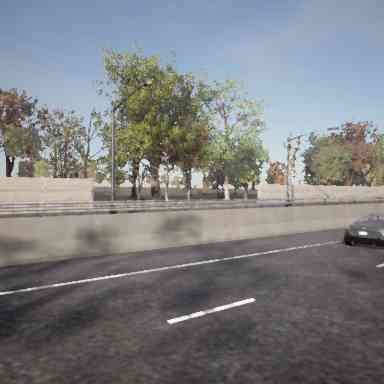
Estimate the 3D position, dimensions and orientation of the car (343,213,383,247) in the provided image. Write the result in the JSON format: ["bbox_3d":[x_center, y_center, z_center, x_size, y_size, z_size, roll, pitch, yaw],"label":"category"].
[{"bbox_3d":[8.269,1.572,14.067,4.181,1.385,1.994,0,0,-35],"label":"car"}]
